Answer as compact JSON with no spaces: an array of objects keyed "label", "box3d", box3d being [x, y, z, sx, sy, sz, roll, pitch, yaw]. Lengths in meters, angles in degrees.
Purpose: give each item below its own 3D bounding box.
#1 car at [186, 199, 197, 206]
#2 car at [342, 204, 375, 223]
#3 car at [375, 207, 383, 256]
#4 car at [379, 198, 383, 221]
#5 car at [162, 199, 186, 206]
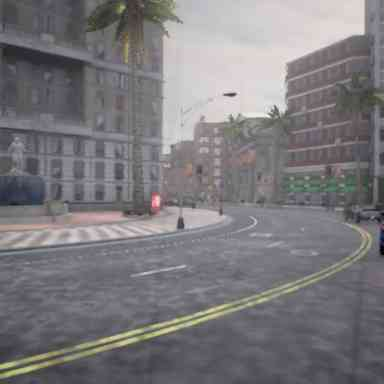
[{"label":"car","box3d":[-0.755,2.042,65.782,1.994,1.385,4.181,1,-1,-33]},{"label":"car","box3d":[14.281,1.788,28.134,2.128,1.511,4.902,0,0,8]},{"label":"car","box3d":[8.811,1.369,13.228,2.150,2.045,5.566,0,0,33]},{"label":"car","box3d":[17.725,1.528,27.365,2.150,2.045,5.566,0,0,8]},{"label":"car","box3d":[-3.858,1.992,64.140,2.033,1.411,5.357,1,-1,-33]}]
